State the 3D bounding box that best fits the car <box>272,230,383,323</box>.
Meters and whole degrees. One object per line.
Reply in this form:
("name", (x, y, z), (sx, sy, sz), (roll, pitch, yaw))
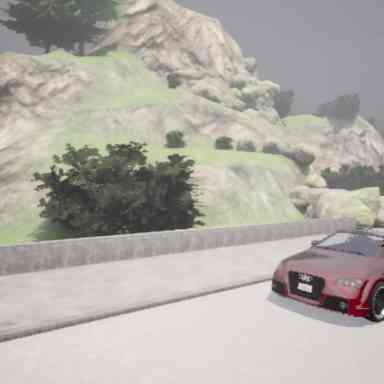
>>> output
("car", (3.686, 1.553, 7.226), (4.181, 1.385, 1.994), (0, 0, -35))
